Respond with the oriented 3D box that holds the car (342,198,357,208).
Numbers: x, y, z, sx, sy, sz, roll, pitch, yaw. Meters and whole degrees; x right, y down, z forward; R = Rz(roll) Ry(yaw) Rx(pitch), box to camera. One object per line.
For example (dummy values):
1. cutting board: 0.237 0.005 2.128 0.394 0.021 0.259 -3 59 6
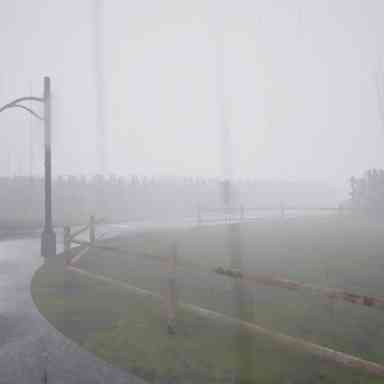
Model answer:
1. car: 22.241 1.543 45.478 4.902 1.511 2.128 0 -1 -45
